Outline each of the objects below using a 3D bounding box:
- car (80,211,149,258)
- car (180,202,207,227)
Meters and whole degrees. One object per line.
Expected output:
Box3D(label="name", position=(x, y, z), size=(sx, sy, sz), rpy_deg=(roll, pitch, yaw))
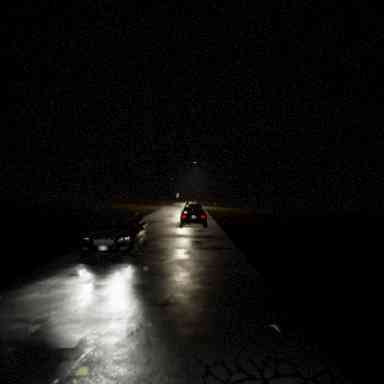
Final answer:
Box3D(label="car", position=(-2.848, 1.535, 13.095), size=(2.128, 1.511, 4.902), rpy_deg=(0, 0, 0))
Box3D(label="car", position=(0.102, 1.644, 23.573), size=(2.033, 1.411, 5.357), rpy_deg=(0, 0, 0))
